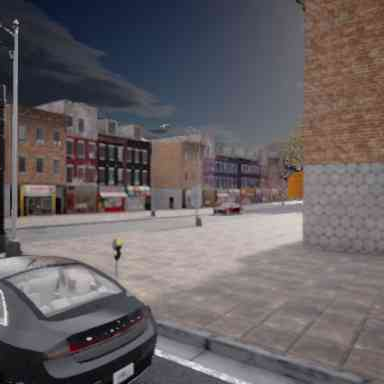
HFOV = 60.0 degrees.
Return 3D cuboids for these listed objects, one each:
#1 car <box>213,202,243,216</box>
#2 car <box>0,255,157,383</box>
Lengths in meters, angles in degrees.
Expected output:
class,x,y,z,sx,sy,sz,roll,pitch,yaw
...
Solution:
class,x,y,z,sx,sy,sz,roll,pitch,yaw
car,4.347,1.975,39.755,1.882,1.535,5.008,1,0,36
car,-2.456,1.564,4.546,4.403,1.369,2.008,0,1,36
